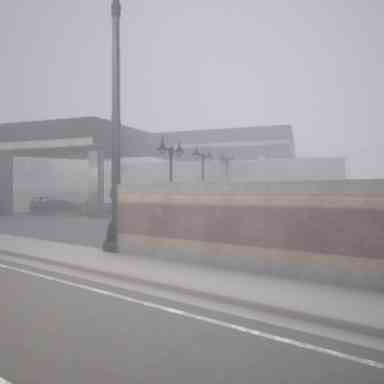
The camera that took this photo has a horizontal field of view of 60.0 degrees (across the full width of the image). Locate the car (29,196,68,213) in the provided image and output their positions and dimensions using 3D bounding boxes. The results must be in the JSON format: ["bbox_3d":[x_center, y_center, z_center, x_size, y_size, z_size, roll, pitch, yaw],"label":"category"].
[{"bbox_3d":[-14.474,1.295,34.794,2.242,1.667,4.611,0,0,37],"label":"car"}]

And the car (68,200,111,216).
[{"bbox_3d":[-9.399,1.456,31.995,1.970,1.475,3.806,0,0,37],"label":"car"}]
